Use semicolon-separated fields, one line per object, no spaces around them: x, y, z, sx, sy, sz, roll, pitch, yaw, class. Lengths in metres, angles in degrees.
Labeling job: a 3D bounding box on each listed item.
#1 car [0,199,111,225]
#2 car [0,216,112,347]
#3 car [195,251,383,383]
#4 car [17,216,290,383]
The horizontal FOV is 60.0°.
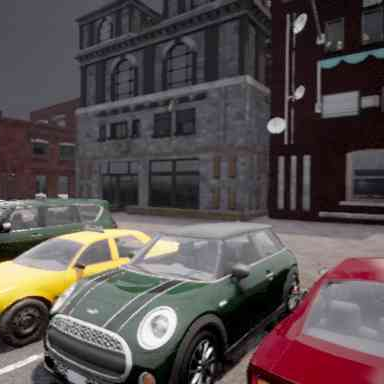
-4.397;1.225;8.399;2.435;2.045;5.566;0;0;35;car
-2.211;1.477;6.670;1.946;1.575;5.366;0;0;35;car
2.335;1.480;3.686;2.097;1.535;5.008;0;0;35;car
0.085;1.355;5.317;2.185;1.767;4.553;0;0;35;car
